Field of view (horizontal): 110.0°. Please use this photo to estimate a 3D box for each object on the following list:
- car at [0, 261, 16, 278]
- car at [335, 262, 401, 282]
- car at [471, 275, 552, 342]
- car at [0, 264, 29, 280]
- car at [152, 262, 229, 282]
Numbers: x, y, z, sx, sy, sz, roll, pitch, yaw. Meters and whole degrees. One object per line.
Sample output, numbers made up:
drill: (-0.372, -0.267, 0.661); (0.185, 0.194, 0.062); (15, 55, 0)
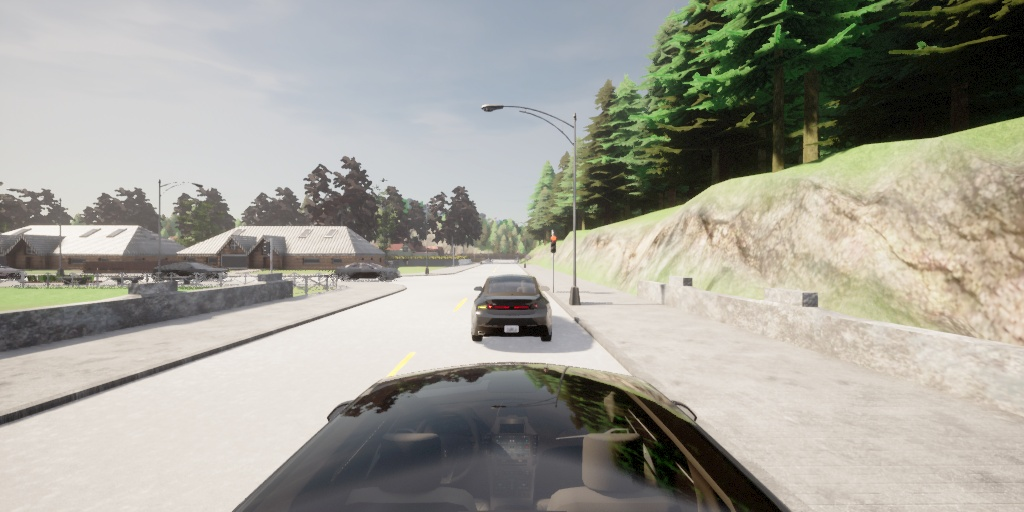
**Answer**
car: (-48.132, 1.228, 32.056); (5.008, 1.535, 1.882); (0, 0, 0)
car: (-11.238, 1.242, 28.075); (4.902, 1.511, 2.128); (0, 0, 3)
car: (-0.009, 1.255, 9.801); (1.837, 1.490, 4.892); (0, 0, 0)
car: (-40.784, 1.314, 27.990); (4.181, 1.385, 1.994); (0, 0, 0)
car: (-25.096, 1.227, 28.111); (5.008, 1.535, 1.882); (0, 0, 0)
